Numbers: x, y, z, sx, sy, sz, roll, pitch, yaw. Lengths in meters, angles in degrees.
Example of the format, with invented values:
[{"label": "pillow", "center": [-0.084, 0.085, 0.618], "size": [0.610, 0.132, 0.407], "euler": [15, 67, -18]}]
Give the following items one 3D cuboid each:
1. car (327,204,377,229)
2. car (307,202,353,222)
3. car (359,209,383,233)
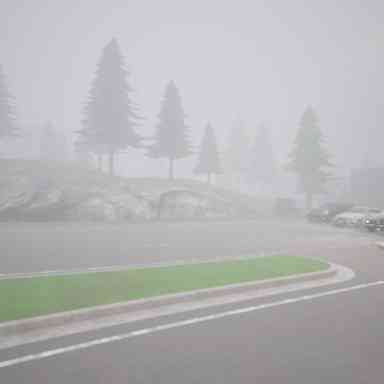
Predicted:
[{"label": "car", "center": [12.179, 1.787, 23.748], "size": [4.674, 1.442, 1.812], "euler": [1, 0, -28]}, {"label": "car", "center": [11.661, 1.628, 27.459], "size": [4.553, 1.767, 2.097], "euler": [1, 0, -28]}, {"label": "car", "center": [12.580, 1.846, 20.005], "size": [4.718, 1.301, 1.895], "euler": [1, 0, -28]}]
